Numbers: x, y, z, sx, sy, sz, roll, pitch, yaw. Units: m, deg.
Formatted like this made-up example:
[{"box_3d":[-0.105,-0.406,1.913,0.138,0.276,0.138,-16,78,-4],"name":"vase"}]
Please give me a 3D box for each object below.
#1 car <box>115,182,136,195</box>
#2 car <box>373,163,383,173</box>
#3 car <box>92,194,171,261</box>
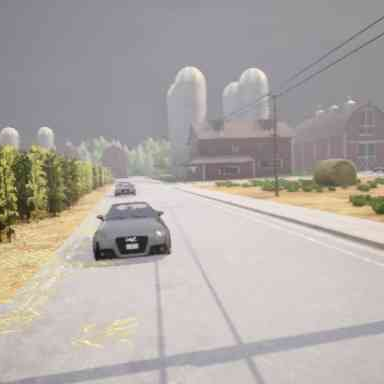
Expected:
[{"box_3d":[-6.664,-0.300,33.069,1.994,1.385,4.181,-3,4,-12],"name":"car"},{"box_3d":[38.222,-4.911,67.773,1.905,1.878,3.866,7,10,34],"name":"car"},{"box_3d":[-1.833,1.014,10.033,1.994,1.385,4.181,-3,4,-11],"name":"car"}]
